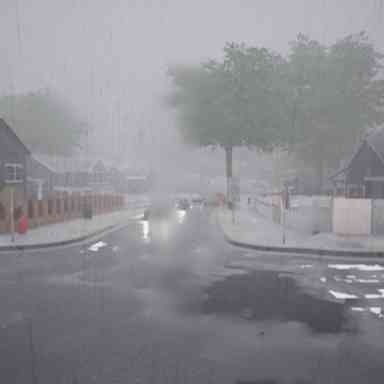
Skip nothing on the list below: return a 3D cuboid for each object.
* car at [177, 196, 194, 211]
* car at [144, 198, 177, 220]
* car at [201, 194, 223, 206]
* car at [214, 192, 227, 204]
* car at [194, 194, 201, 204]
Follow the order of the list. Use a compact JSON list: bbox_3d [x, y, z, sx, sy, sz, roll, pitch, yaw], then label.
[{"bbox_3d":[-1.460,1.407,40.363,2.128,1.511,4.902,0,0,8],"label":"car"},{"bbox_3d":[-2.677,1.437,27.397,1.837,1.490,4.892,0,0,4],"label":"car"},{"bbox_3d":[3.099,1.480,51.498,1.994,1.385,4.181,1,0,12],"label":"car"},{"bbox_3d":[5.175,1.109,61.222,2.150,2.045,5.566,1,0,14],"label":"car"},{"bbox_3d":[1.112,1.165,55.683,1.882,1.535,5.008,1,0,12],"label":"car"}]
